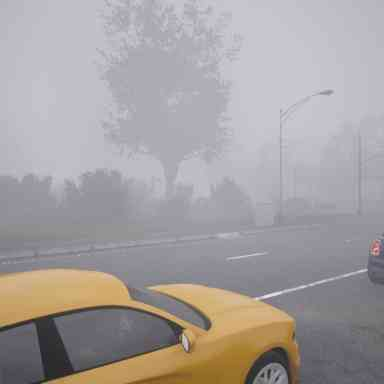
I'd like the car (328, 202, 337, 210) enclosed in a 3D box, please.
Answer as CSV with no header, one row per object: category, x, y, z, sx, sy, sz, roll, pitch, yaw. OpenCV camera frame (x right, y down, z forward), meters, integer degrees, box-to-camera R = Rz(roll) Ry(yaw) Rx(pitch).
car,15.952,1.477,42.214,1.882,1.535,5.008,0,0,-32

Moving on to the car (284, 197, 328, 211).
car,13.307,1.352,39.840,2.097,1.767,4.553,0,0,-32

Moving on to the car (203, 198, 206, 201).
car,3.831,1.442,54.721,1.882,1.535,5.008,0,0,-33

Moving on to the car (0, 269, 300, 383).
car,-1.116,1.478,2.952,5.008,1.535,1.882,0,0,-35

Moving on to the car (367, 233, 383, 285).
car,6.406,1.352,8.288,4.553,1.767,2.097,0,0,-35
